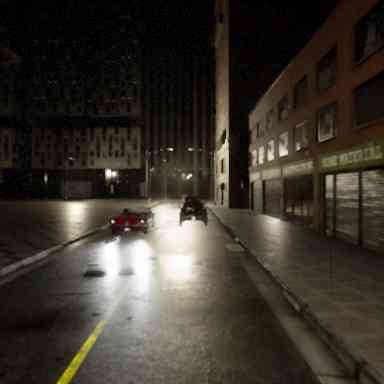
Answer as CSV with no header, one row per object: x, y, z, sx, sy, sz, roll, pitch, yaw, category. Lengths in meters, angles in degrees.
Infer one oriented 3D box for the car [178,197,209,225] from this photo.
0.090,1.355,22.855,1.837,1.490,4.892,0,0,0,car

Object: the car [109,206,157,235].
-3.100,1.482,18.183,1.895,1.301,4.718,0,0,0,car
